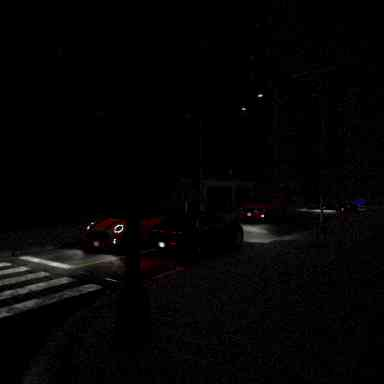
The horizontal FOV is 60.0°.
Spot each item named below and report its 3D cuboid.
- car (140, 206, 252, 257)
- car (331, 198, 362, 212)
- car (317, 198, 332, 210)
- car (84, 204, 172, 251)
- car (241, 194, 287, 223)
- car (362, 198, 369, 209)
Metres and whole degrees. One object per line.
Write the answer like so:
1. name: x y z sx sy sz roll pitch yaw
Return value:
1. car: 0.364 1.510 13.142 1.837 1.490 4.892 0 0 35
2. car: 17.838 1.605 38.351 1.895 1.301 4.718 0 0 35
3. car: 17.776 1.540 43.195 2.033 1.411 5.357 0 0 35
4. car: -2.314 1.345 14.228 2.097 1.767 4.553 0 0 34
5. car: 5.604 1.210 25.738 2.150 2.045 5.566 0 1 35
6. car: 23.586 1.537 46.749 1.812 1.442 4.674 0 0 35
